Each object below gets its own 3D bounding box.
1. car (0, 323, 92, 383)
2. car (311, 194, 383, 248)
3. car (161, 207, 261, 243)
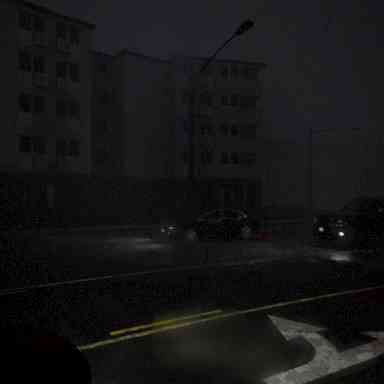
[{"bbox_3d":[-2.992,1.478,1.545,5.008,1.535,1.882,0,0,-37],"label":"car"},{"bbox_3d":[8.101,1.220,14.748,5.566,2.045,2.150,0,0,-16],"label":"car"},{"bbox_3d":[0.946,1.505,15.854,4.892,1.490,1.837,0,0,-22],"label":"car"}]
